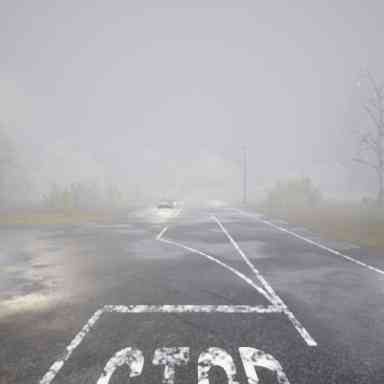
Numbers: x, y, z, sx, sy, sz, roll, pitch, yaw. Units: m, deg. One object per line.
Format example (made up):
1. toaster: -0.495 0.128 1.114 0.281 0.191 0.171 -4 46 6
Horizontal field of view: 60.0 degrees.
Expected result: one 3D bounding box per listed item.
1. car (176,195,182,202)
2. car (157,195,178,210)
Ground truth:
1. car: -3.101 1.383 74.075 2.128 1.511 4.902 0 0 0
2. car: -3.242 1.484 41.743 2.033 1.411 5.357 0 0 0
